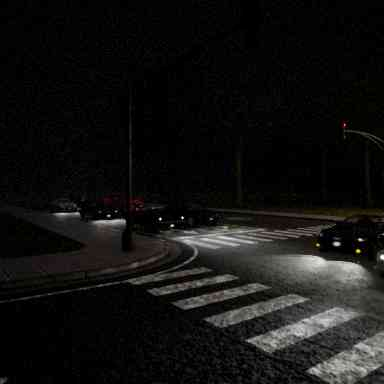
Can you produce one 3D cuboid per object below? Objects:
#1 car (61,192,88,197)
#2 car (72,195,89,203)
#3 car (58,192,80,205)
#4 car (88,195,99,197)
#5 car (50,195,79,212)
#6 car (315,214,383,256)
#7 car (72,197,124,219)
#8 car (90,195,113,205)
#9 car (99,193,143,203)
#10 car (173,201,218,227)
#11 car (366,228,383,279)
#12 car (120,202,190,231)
[{"bbox_3d":[-16.429,1.071,45.219,2.150,2.045,5.566,0,0,-36],"label":"car"},{"bbox_3d":[-21.132,1.331,63.039,1.812,1.442,4.674,0,0,-36],"label":"car"},{"bbox_3d":[-21.414,1.039,57.734,2.150,2.045,5.566,0,0,-36],"label":"car"},{"bbox_3d":[-15.604,1.187,49.812,2.097,1.767,4.553,0,0,-35],"label":"car"},{"bbox_3d":[-14.065,1.401,36.375,1.812,1.442,4.674,0,0,-36],"label":"car"},{"bbox_3d":[6.448,1.543,12.243,4.181,1.385,1.994,0,0,-35],"label":"car"},{"bbox_3d":[-8.031,1.454,28.044,2.033,1.411,5.357,0,0,-36],"label":"car"},{"bbox_3d":[-14.823,1.315,54.361,2.128,1.511,4.902,0,0,-36],"label":"car"},{"bbox_3d":[-6.454,1.117,31.401,2.150,2.045,5.566,0,0,-36],"label":"car"},{"bbox_3d":[-0.220,1.410,22.804,1.882,1.535,5.008,0,0,-35],"label":"car"},{"bbox_3d":[6.596,1.593,8.359,4.718,1.301,1.895,0,0,-35],"label":"car"},{"bbox_3d":[-2.372,1.542,20.230,1.895,1.301,4.718,0,0,-36],"label":"car"}]
